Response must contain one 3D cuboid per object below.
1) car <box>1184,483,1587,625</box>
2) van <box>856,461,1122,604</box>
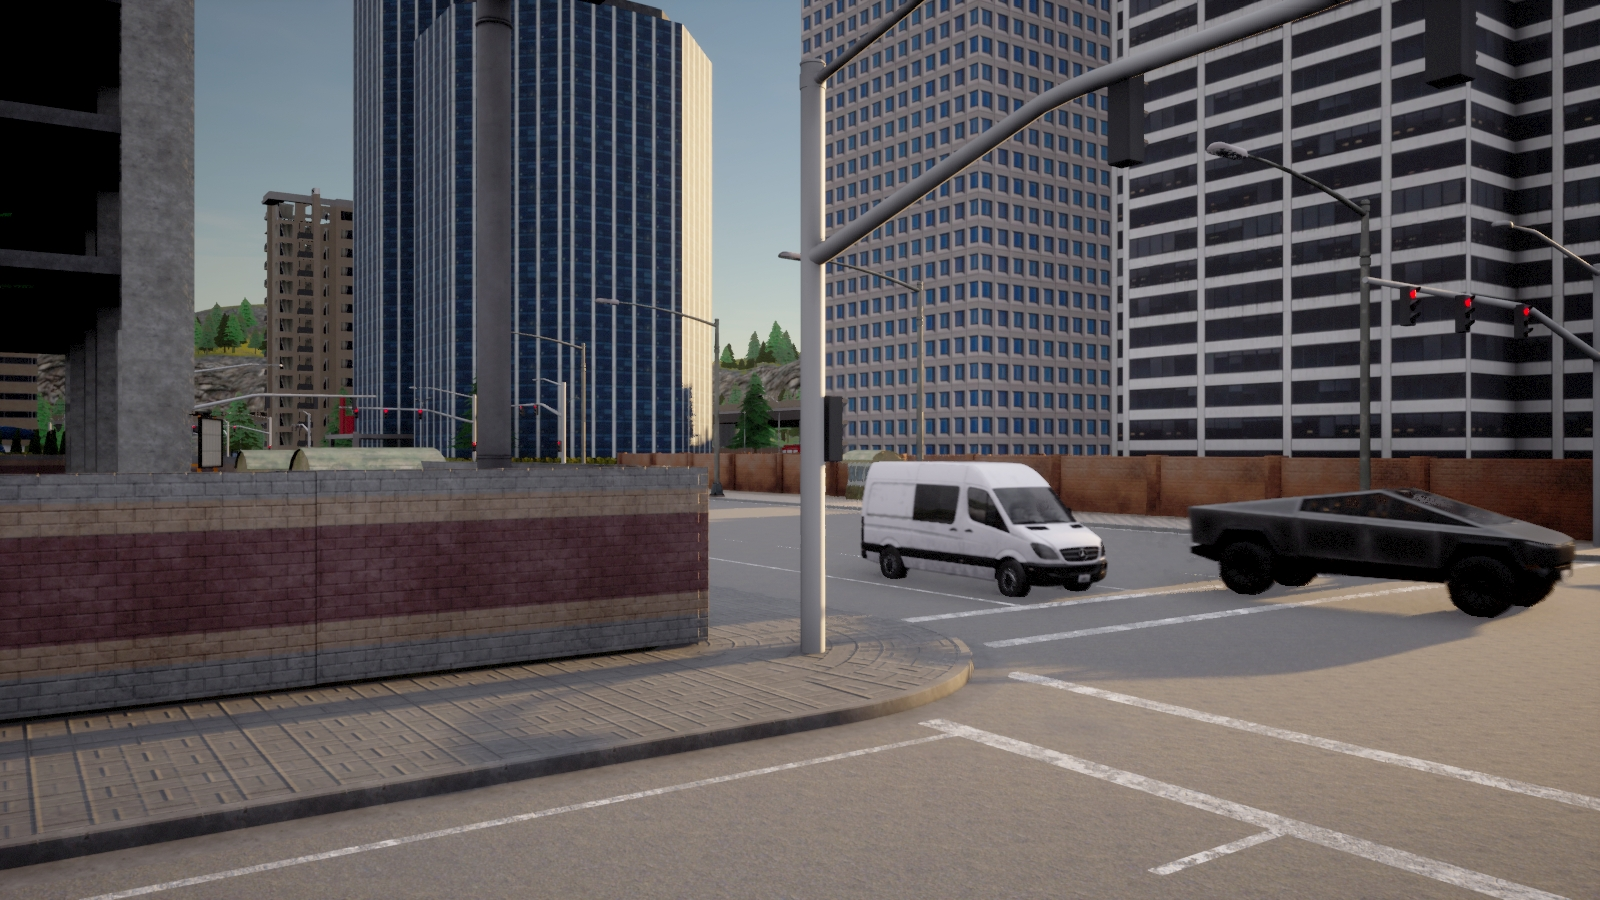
[{"bbox_3d":[10.687,1.752,21.374,2.390,2.098,6.274,0,0,-43],"label":"car"},{"bbox_3d":[3.724,1.534,23.870,1.988,2.561,5.915,0,0,-33],"label":"van"}]
